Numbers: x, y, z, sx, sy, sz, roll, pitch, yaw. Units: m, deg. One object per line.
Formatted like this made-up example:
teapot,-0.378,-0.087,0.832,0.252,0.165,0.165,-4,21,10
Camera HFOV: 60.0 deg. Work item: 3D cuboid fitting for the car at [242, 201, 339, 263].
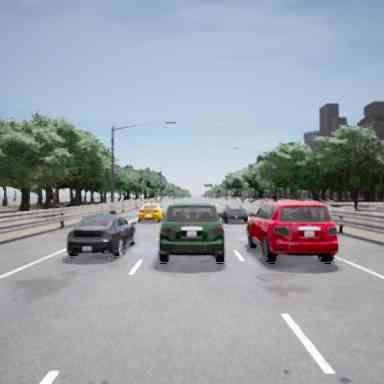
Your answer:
car,3.509,1.353,12.588,2.150,2.045,5.566,0,0,0

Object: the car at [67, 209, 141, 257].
car,-3.482,1.645,13.511,1.837,1.490,4.892,0,0,0

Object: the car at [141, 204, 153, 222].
car,-3.479,1.764,29.242,1.882,1.535,5.008,0,0,0

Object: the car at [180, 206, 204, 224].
car,0.013,1.880,28.270,1.895,1.301,4.718,0,0,1

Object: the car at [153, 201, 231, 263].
car,0.009,1.354,12.621,2.150,2.045,5.566,0,0,0

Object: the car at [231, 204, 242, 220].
car,3.515,1.774,28.511,2.128,1.511,4.902,0,0,0
